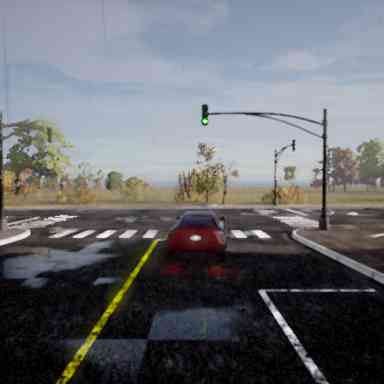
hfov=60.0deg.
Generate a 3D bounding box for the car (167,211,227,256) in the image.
[{"bbox_3d":[0.313,1.398,12.495,1.994,1.385,4.181,0,1,6],"label":"car"}]
